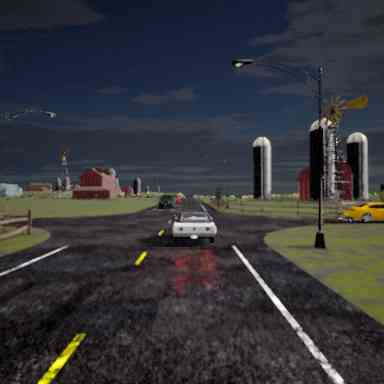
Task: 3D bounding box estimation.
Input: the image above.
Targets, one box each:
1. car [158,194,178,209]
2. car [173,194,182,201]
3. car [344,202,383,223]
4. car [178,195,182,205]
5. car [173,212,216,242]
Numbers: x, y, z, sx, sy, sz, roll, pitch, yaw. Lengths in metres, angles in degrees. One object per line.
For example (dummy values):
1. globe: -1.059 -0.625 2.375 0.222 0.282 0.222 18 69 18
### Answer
1. car: -3.579 1.380 48.037 2.150 2.045 5.566 0 0 0
2. car: -3.486 1.379 81.225 2.097 1.767 4.553 0 0 0
3. car: 14.519 1.569 25.895 5.008 1.535 1.882 0 -1 -2
4. car: -3.501 1.456 64.725 2.150 2.045 5.566 0 0 0
5. car: 0.103 1.646 16.527 1.895 1.301 4.718 0 0 0
